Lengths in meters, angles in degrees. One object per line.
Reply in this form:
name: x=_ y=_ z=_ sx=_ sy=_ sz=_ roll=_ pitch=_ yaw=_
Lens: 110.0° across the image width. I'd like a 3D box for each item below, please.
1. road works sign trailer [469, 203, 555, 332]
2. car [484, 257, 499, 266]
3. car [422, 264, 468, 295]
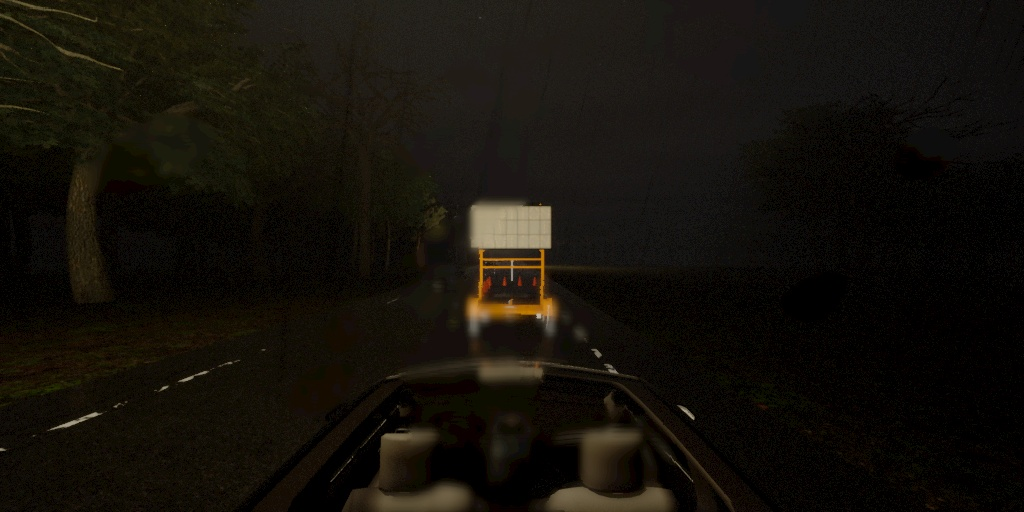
road works sign trailer: x=0.002 y=0.210 z=10.804 sx=2.380 sy=3.560 sz=2.880 roll=0 pitch=0 yaw=0
car: x=-3.570 y=1.046 z=60.096 sx=1.837 sy=1.490 sz=4.892 roll=0 pitch=0 yaw=0
car: x=-3.595 y=1.203 z=19.864 sx=1.882 sy=1.535 sz=5.008 roll=0 pitch=0 yaw=0
